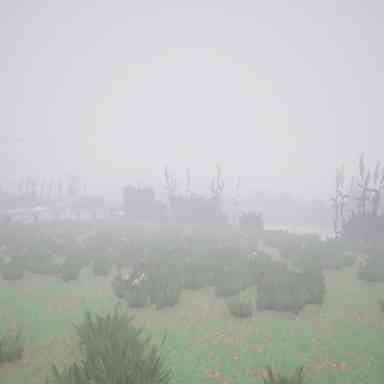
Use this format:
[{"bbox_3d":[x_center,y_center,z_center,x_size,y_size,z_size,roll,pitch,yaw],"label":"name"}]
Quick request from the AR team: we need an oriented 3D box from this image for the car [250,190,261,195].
[{"bbox_3d":[10.286,0.765,47.464,2.150,2.045,5.566,0,-2,44],"label":"car"}]

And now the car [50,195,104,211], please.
[{"bbox_3d":[-10.407,1.107,30.325,1.837,1.490,4.892,0,3,41],"label":"car"}]
